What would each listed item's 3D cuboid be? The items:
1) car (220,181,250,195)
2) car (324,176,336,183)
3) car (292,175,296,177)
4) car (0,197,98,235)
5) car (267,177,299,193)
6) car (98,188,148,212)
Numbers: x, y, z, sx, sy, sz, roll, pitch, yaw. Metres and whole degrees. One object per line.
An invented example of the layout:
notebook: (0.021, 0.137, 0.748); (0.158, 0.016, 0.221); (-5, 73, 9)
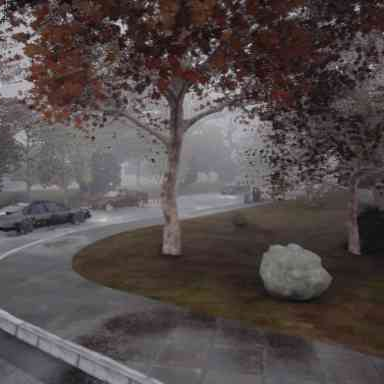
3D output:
car: (5.060, -0.472, 38.786); (1.837, 1.490, 4.892); (2, 5, 37)
car: (23.299, -2.040, 57.118); (2.033, 1.411, 5.357); (2, 5, 37)
car: (15.236, -1.893, 52.019); (2.097, 1.767, 4.553); (2, 5, 37)
car: (-7.564, 1.136, 16.524); (2.033, 1.411, 5.357); (1, 4, 30)
car: (10.914, -0.721, 40.803); (2.128, 1.511, 4.902); (2, 5, 37)
car: (-5.501, 0.534, 24.883); (1.882, 1.535, 5.008); (2, 4, 37)
